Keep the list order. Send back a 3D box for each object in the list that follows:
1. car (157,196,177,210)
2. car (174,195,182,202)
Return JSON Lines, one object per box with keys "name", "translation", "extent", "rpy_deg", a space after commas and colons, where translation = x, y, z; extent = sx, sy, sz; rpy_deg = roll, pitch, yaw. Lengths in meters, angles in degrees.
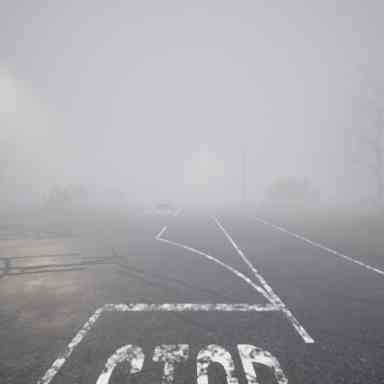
{"name": "car", "translation": [-3.334, 1.540, 41.796], "extent": [1.895, 1.301, 4.718], "rpy_deg": [0, 0, 0]}
{"name": "car", "translation": [-3.263, 1.387, 74.153], "extent": [2.128, 1.511, 4.902], "rpy_deg": [0, 0, 0]}
